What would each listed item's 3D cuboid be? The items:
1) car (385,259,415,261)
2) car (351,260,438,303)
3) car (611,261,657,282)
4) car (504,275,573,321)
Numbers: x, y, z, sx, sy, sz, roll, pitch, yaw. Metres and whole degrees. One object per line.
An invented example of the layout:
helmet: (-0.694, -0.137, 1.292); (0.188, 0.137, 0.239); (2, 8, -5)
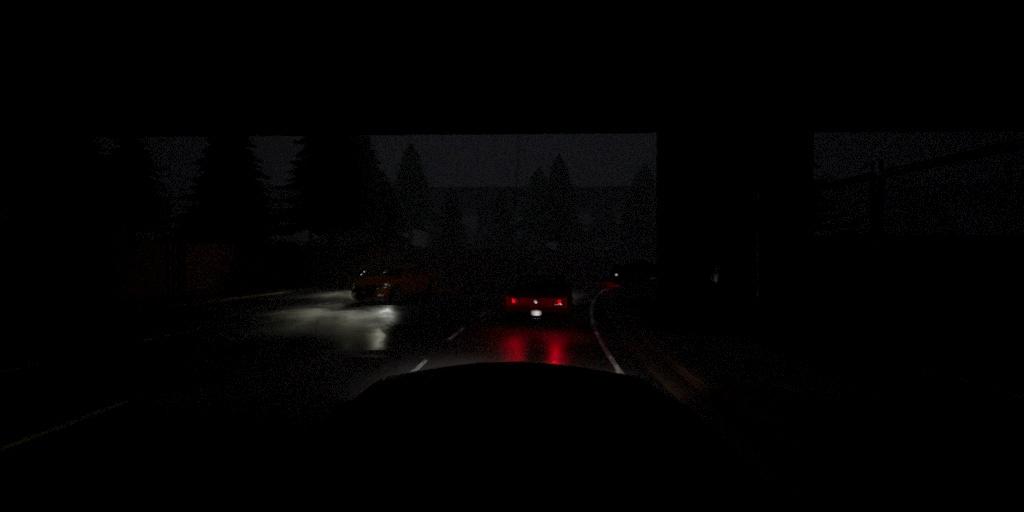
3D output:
car: (-7.120, 0.973, 21.942); (2.097, 1.767, 4.553); (0, 0, 21)
car: (-5.202, 1.133, 16.553); (1.882, 1.535, 5.008); (0, 0, 15)
car: (9.634, 1.097, 27.144); (4.892, 1.490, 1.837); (0, -2, -31)
car: (1.101, 1.285, 12.160); (1.895, 1.301, 4.718); (0, 0, 11)
